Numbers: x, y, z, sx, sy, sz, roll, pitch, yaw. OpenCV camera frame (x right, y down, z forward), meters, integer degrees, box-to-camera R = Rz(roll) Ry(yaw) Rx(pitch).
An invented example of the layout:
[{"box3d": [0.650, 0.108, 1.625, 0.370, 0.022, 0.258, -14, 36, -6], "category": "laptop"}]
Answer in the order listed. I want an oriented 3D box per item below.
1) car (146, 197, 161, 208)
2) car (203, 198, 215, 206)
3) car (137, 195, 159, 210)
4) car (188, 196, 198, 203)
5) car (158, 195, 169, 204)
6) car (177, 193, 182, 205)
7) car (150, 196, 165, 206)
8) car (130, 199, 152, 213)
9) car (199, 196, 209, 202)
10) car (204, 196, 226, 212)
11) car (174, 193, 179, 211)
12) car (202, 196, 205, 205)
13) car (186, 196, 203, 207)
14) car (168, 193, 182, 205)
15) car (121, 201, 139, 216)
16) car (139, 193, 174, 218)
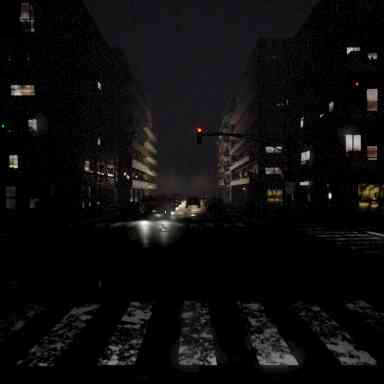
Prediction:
[{"box3d": [-5.643, 1.539, 49.068, 1.752, 1.417, 4.829, 0, 0, 0], "category": "car"}, {"box3d": [2.744, 1.598, 54.914, 1.802, 1.307, 4.206, 0, 0, 0], "category": "car"}, {"box3d": [-5.648, 1.326, 43.556, 2.192, 1.841, 5.009, 0, 0, 0], "category": "car"}, {"box3d": [0.118, 1.571, 70.657, 2.033, 1.411, 5.357, 0, 0, 0], "category": "car"}, {"box3d": [-5.626, 1.464, 66.286, 1.967, 1.590, 4.097, 0, 0, 0], "category": "car"}, {"box3d": [-3.040, 1.366, 49.974, 2.097, 1.767, 4.553, 0, 0, 0], "category": "car"}, {"box3d": [-5.637, 1.457, 54.921, 1.967, 1.590, 4.097, 0, 0, 0], "category": "car"}, {"box3d": [-5.654, 1.533, 37.703, 1.752, 1.417, 4.829, 0, 0, 0], "category": "car"}, {"box3d": [2.765, 1.584, 77.644, 2.008, 1.369, 4.403, 0, 0, 0], "category": "car"}, {"box3d": [2.727, 1.448, 37.867, 1.967, 1.590, 4.097, 0, 0, 0], "category": "car"}, {"box3d": [-3.057, 1.361, 40.075, 2.097, 1.767, 4.553, 0, 0, 0], "category": "car"}, {"box3d": [2.732, 1.451, 43.549, 1.967, 1.590, 4.097, 0, 0, 0], "category": "car"}, {"box3d": [0.151, 1.367, 51.129, 2.097, 1.767, 4.553, 0, 0, 0], "category": "car"}, {"box3d": [-2.983, 1.242, 60.533, 2.150, 2.045, 5.566, 0, 0, 1], "category": "car"}, {"box3d": [-5.659, 1.572, 32.190, 1.947, 1.339, 4.313, 0, 0, 0], "category": "car"}, {"box3d": [-3.089, 1.227, 30.163, 2.150, 2.045, 5.566, 0, 0, 1], "category": "car"}]
